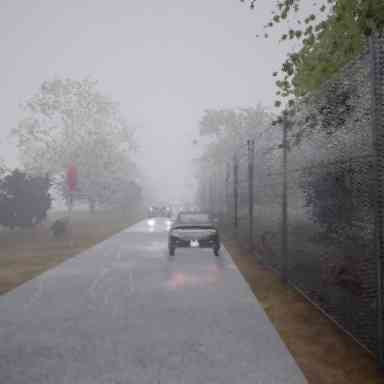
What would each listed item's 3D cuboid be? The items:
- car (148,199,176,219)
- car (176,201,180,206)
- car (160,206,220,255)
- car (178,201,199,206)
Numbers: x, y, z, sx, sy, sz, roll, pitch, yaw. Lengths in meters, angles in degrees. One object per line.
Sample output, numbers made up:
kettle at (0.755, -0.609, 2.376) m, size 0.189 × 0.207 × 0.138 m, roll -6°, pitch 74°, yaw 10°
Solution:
car at (-2.941, 1.580, 31.723) m, size 2.097 × 1.767 × 4.553 m, roll 0°, pitch -1°, yaw 0°
car at (-3.173, 2.721, 73.158) m, size 1.882 × 1.535 × 5.008 m, roll 0°, pitch -2°, yaw -1°
car at (0.077, 1.531, 13.514) m, size 2.128 × 1.511 × 4.902 m, roll 0°, pitch 0°, yaw 0°
car at (0.005, 1.796, 32.818) m, size 2.033 × 1.411 × 5.357 m, roll 0°, pitch -1°, yaw 0°
